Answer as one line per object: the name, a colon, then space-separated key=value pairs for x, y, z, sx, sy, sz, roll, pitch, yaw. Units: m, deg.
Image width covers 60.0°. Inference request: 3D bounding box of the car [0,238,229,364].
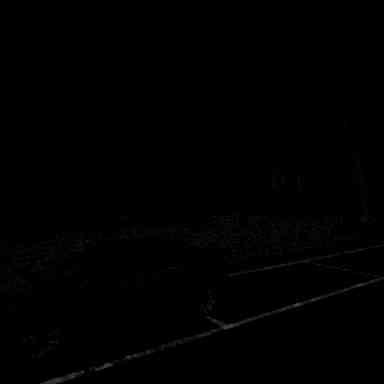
car: x=-1.269 y=1.565 z=5.864 sx=4.313 sy=1.339 sz=1.947 roll=0 pitch=0 yaw=-36
